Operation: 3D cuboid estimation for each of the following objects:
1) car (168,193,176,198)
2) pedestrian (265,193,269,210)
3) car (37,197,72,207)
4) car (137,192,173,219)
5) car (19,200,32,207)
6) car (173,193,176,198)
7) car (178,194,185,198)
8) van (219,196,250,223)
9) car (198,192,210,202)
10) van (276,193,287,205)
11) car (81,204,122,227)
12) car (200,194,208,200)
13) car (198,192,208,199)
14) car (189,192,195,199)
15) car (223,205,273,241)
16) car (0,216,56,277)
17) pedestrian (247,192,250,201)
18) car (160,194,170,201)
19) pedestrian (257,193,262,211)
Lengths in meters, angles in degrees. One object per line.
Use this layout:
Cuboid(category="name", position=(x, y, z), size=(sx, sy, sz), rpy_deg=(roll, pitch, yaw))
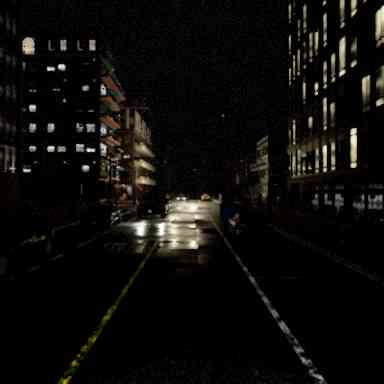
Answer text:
Cuboid(category="car", position=(-5.660, 1.028, 93.821), size=(2.008, 1.369, 4.403), rpy_deg=(0, 0, 0))
Cuboid(category="pedestrian", position=(8.146, 1.021, 36.025), size=(0.375, 1.860, 0.375), rpy_deg=(0, 0, 0))
Cuboid(category="car", position=(-17.453, 1.264, 42.155), size=(4.206, 1.307, 1.802), rpy_deg=(0, 0, 0))
Cuboid(category="car", position=(-3.059, 1.051, 27.119), size=(2.150, 2.045, 5.566), rpy_deg=(0, 0, 0))
Cuboid(category="car", position=(-22.945, 1.197, 42.143), size=(4.829, 1.417, 1.752), rpy_deg=(0, 0, 0))
Cuboid(category="car", position=(-5.662, 0.843, 82.742), size=(2.192, 1.841, 5.009), rpy_deg=(0, 0, 0))
Cuboid(category="car", position=(-2.972, 1.071, 93.750), size=(1.895, 1.301, 4.718), rpy_deg=(0, 0, 0))
Cuboid(category="van", position=(2.668, 1.204, 21.336), size=(1.690, 1.788, 3.998), rpy_deg=(0, 0, 0))
Cuboid(category="car", position=(2.713, 1.135, 66.294), size=(1.752, 1.417, 4.829), rpy_deg=(0, 0, 0))
Cuboid(category="van", position=(14.915, 1.099, 50.604), size=(3.998, 1.788, 1.690), rpy_deg=(0, 0, 0))
Cuboid(category="car", position=(-5.680, 1.429, 21.366), size=(1.947, 1.339, 4.313), rpy_deg=(0, 0, 0))
Cuboid(category="car", position=(2.716, 1.136, 77.202), size=(1.802, 1.307, 4.206), rpy_deg=(0, 0, 0))
Cuboid(category="car", position=(2.719, 0.842, 82.740), size=(2.192, 1.841, 5.009), rpy_deg=(0, 0, 0))
Cuboid(category="car", position=(0.027, 1.037, 89.178), size=(2.033, 1.411, 5.357), rpy_deg=(0, 0, 0))
Cuboid(category="car", position=(2.665, 1.481, 15.649), size=(1.802, 1.307, 4.206), rpy_deg=(0, 0, 0))
Cuboid(category="car", position=(-5.684, 1.480, 9.989), size=(1.887, 1.381, 4.507), rpy_deg=(0, 0, 0))
Cuboid(category="pedestrian", position=(6.146, 0.910, 36.625), size=(0.375, 1.860, 0.375), rpy_deg=(0, 0, 0))
Cuboid(category="car", position=(-5.666, 1.109, 71.494), size=(1.752, 1.417, 4.829), rpy_deg=(0, 0, 0))
Cuboid(category="pedestrian", position=(7.146, 1.056, 35.425), size=(0.375, 1.860, 0.375), rpy_deg=(0, 0, 0))
